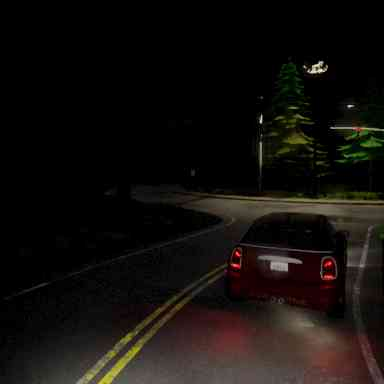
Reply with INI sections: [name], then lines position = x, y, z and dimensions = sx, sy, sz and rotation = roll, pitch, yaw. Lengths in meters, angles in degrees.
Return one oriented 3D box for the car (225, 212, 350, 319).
[car]
position = 2.398, 1.238, 7.627
dimensions = 2.097, 1.767, 4.553
rotation = 2, 2, 25
